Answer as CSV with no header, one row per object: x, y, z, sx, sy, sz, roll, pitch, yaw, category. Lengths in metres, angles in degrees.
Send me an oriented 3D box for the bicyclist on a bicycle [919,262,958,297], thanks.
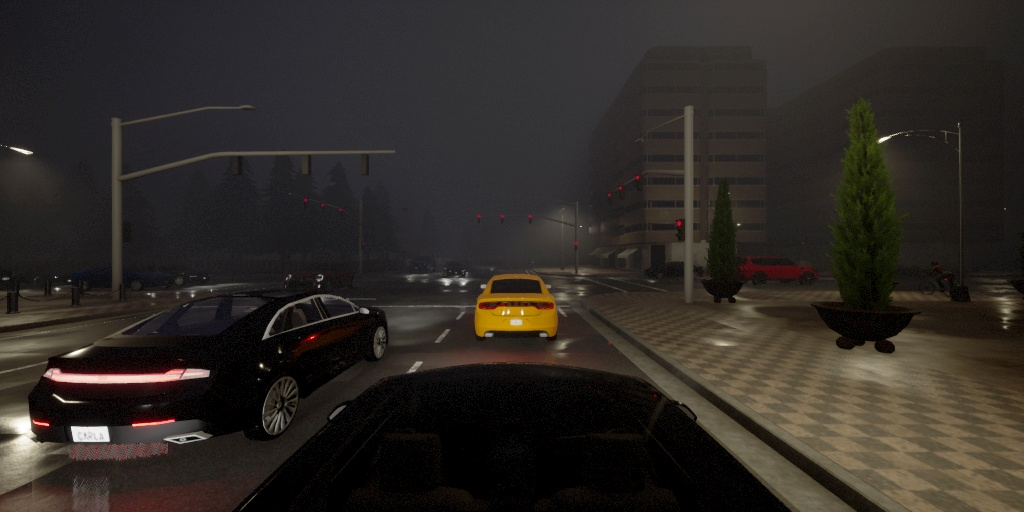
20.288,1.106,17.051,0.582,1.620,1.656,0,0,0,bicyclist on a bicycle

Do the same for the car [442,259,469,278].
-5.687,1.284,34.654,1.837,1.490,4.892,-1,0,-16,car

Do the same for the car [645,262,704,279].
14.649,1.283,32.520,5.008,1.535,1.882,0,0,0,car

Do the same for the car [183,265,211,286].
-24.015,1.310,25.231,4.892,1.490,1.837,0,0,1,car

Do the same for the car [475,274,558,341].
0.107,1.228,9.936,1.882,1.535,5.008,0,0,0,car

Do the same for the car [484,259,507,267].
-3.332,1.227,64.370,1.882,1.535,5.008,0,0,24,car

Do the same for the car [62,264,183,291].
-23.432,1.283,21.721,5.008,1.535,1.882,0,0,0,car

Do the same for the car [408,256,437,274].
-10.419,0.971,42.126,2.150,2.045,5.566,0,0,2,car

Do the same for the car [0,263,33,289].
-33.367,1.027,21.697,5.566,2.045,2.150,0,0,0,car

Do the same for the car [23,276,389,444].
-3.423,1.242,5.354,2.128,1.511,4.902,0,0,1,car

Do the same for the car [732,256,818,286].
18.267,1.027,25.332,5.566,2.045,2.150,0,0,-1,car

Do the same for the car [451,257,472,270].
-6.641,1.242,48.833,2.128,1.511,4.902,0,0,4,car

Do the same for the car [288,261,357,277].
-10.545,1.108,20.076,2.097,1.767,4.553,0,0,0,car

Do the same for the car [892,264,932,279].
34.925,1.406,32.563,4.718,1.301,1.895,0,0,0,car

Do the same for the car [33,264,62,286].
-33.757,1.353,25.194,5.357,1.411,2.033,0,0,0,car
